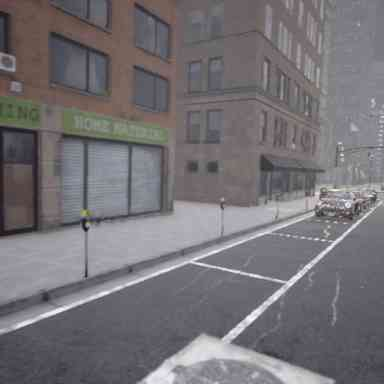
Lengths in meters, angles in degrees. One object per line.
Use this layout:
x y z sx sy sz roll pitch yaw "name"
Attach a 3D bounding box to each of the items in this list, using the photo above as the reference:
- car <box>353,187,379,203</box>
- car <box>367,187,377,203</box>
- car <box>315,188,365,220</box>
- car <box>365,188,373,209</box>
17.358 0.238 33.073 1.887 1.381 4.507 4 4 33 "car"
14.389 0.401 28.439 2.008 1.369 4.403 4 4 33 "car"
8.455 0.604 19.166 1.967 1.590 4.097 4 4 33 "car"
11.420 0.573 23.807 1.947 1.339 4.313 4 4 33 "car"
